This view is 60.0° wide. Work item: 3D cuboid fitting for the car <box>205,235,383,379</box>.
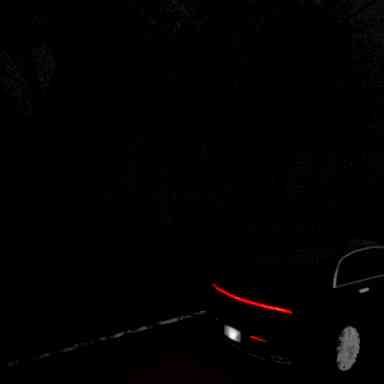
[{"bbox_3d":[2.468,1.480,5.508,4.892,1.490,1.837,0,0,-35],"label":"car"}]
